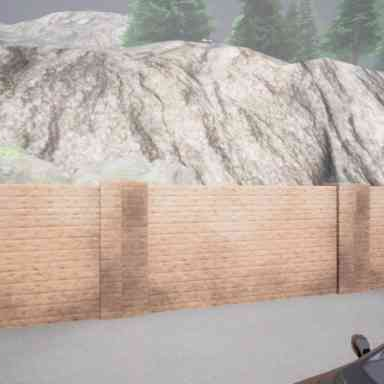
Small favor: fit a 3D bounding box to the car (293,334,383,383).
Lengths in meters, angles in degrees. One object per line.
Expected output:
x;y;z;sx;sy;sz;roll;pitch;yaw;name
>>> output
2.252;1.492;1.861;4.902;1.511;2.128;0;0;-17;car
